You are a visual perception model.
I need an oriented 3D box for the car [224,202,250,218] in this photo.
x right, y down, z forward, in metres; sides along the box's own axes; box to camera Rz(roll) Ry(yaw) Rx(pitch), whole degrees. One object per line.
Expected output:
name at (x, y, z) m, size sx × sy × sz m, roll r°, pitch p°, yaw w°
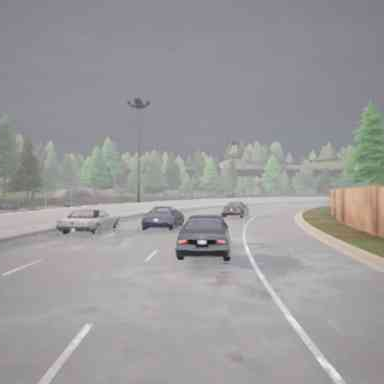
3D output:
car at (4.098, 1.598, 30.682) m, size 2.033 × 1.411 × 5.357 m, roll 0°, pitch 0°, yaw 17°

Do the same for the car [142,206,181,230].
car at (-1.736, 1.599, 21.224) m, size 1.994 × 1.385 × 4.181 m, roll 0°, pitch 0°, yaw 10°

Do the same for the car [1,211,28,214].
car at (-15.248, 1.644, 26.164) m, size 1.895 × 1.301 × 4.718 m, roll 0°, pitch 0°, yaw 12°

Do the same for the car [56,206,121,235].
car at (-5.695, 1.633, 19.026) m, size 1.895 × 1.301 × 4.718 m, roll 0°, pitch 0°, yaw 8°

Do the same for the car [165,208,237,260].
car at (0.525, 1.568, 12.540) m, size 2.033 × 1.411 × 5.357 m, roll 0°, pitch 0°, yaw 5°
